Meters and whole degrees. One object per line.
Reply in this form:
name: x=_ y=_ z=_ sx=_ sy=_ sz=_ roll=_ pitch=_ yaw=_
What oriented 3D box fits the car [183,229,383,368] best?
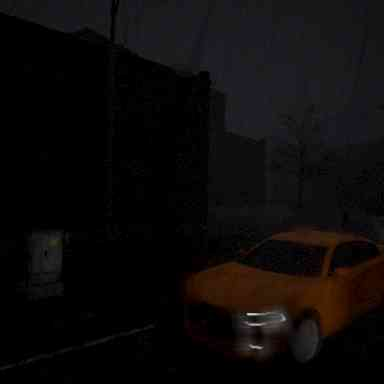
car: x=2.083 y=1.491 z=6.035 sx=5.008 sy=1.535 sz=1.882 roll=0 pitch=0 yaw=-41

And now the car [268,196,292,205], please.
car: x=14.055 y=1.361 z=53.167 sx=1.994 sy=1.385 sz=4.181 roll=1 pitch=0 yaw=-22

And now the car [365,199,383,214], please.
car: x=20.630 y=1.502 z=35.991 sx=1.882 sy=1.535 sz=5.008 roll=1 pitch=0 yaw=4
